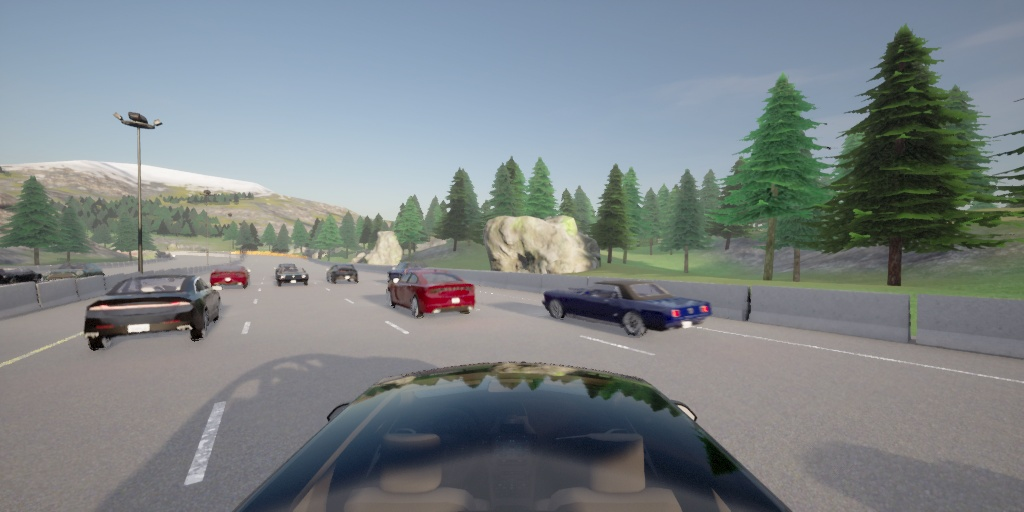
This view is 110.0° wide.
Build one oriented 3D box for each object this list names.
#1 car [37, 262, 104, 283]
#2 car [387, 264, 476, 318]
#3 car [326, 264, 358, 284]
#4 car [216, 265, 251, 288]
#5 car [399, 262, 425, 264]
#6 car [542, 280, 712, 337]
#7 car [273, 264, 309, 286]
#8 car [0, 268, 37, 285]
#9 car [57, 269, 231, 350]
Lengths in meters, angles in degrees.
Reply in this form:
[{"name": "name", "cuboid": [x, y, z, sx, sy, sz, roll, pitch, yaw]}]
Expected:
[{"name": "car", "cuboid": [-34.630, 1.318, 28.448, 2.097, 1.767, 4.553, 0, 0, -33]}, {"name": "car", "cuboid": [-3.140, 1.242, 13.236, 1.882, 1.535, 5.008, 0, 0, -34]}, {"name": "car", "cuboid": [-13.775, 1.392, 29.039, 1.837, 1.490, 4.892, 0, -1, -34]}, {"name": "car", "cuboid": [-19.071, 1.349, 24.371, 1.882, 1.535, 5.008, 0, -1, -34]}, {"name": "car", "cuboid": [-7.418, 1.191, 25.862, 2.097, 1.767, 4.553, 0, -1, -34]}, {"name": "car", "cuboid": [2.965, 1.358, 10.434, 1.895, 1.301, 4.718, 0, 0, -34]}, {"name": "car", "cuboid": [-16.235, 1.479, 26.427, 1.895, 1.301, 4.718, 0, -1, -34]}, {"name": "car", "cuboid": [-37.771, 1.567, 26.858, 1.895, 1.301, 4.718, 0, -1, -33]}, {"name": "car", "cuboid": [-8.895, 1.245, 9.251, 2.128, 1.511, 4.902, 0, 0, -34]}]
